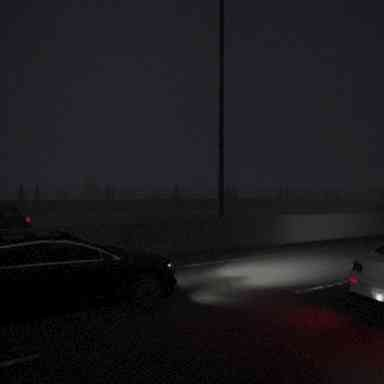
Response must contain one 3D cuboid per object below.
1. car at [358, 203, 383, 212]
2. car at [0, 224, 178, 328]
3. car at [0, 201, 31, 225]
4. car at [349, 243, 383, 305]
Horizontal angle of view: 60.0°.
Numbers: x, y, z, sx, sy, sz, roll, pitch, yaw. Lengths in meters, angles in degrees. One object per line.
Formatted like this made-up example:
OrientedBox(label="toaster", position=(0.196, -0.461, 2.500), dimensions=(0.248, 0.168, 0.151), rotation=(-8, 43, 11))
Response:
OrientedBox(label="car", position=(13.388, 1.444, 22.437), dimensions=(5.008, 1.535, 1.882), rotation=(0, 0, -21))
OrientedBox(label="car", position=(-2.564, 1.469, 6.038), dimensions=(4.902, 1.511, 2.128), rotation=(0, 0, -35))
OrientedBox(label="car", position=(-9.404, 1.294, 14.271), dimensions=(4.553, 1.767, 2.097), rotation=(0, 0, -34))
OrientedBox(label="car", position=(5.146, 1.517, 6.722), dimensions=(4.674, 1.442, 1.812), rotation=(0, 0, -30))
